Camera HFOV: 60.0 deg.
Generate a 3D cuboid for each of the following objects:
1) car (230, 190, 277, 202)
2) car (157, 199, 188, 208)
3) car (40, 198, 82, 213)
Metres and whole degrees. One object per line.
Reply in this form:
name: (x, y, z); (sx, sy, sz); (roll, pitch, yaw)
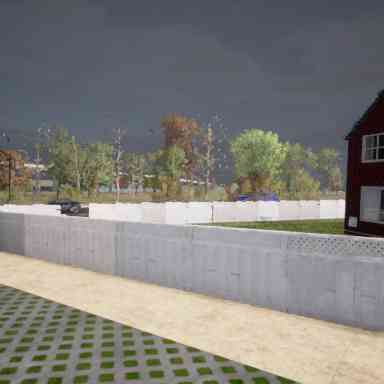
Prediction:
car: (7.201, 0.840, 38.620); (5.566, 2.045, 2.150); (0, 2, -18)
car: (-1.274, 1.406, 28.753); (4.902, 1.511, 2.128); (0, 2, -18)
car: (-12.772, 1.322, 31.958); (4.181, 1.385, 1.994); (-1, 2, -18)
